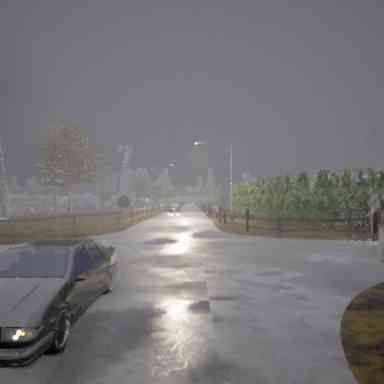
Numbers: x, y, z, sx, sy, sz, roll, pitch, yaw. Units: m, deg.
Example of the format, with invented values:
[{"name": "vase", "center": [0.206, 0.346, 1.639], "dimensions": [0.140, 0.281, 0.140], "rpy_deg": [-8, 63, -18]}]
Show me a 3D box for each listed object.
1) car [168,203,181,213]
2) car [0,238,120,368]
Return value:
[{"name": "car", "center": [-2.747, 2.531, 52.864], "dimensions": [2.128, 1.511, 4.902], "rpy_deg": [0, -1, 0]}, {"name": "car", "center": [-2.761, 1.659, 6.482], "dimensions": [2.033, 1.411, 5.357], "rpy_deg": [0, -1, 0]}]
